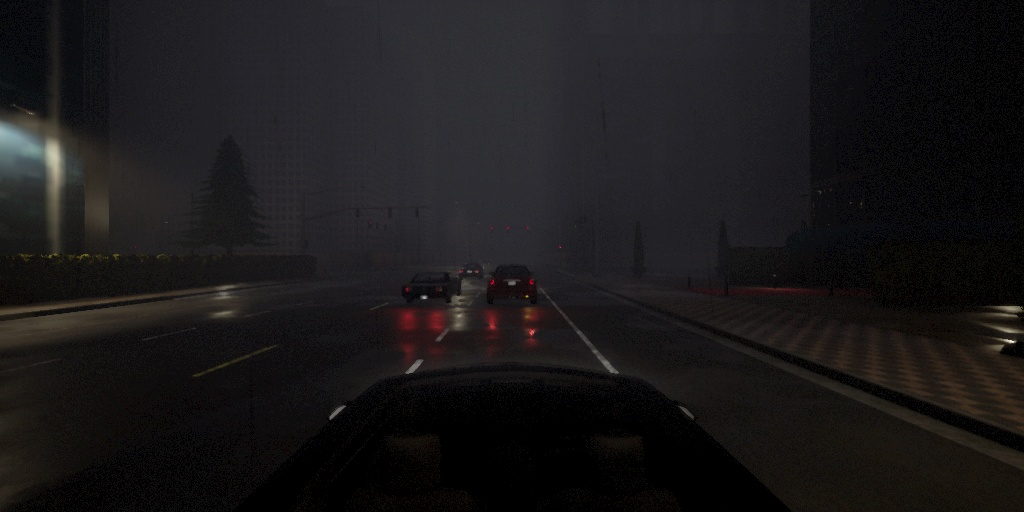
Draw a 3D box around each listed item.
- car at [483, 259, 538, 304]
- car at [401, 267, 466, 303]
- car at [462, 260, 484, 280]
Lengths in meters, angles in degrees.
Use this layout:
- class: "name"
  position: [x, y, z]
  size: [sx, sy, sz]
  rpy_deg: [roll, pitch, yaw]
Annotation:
- class: "car"
  position: [0.000, 1.114, 16.470]
  size: [2.097, 1.767, 4.553]
  rpy_deg: [0, 0, 0]
- class: "car"
  position: [-3.500, 1.364, 16.530]
  size: [1.895, 1.301, 4.718]
  rpy_deg: [0, 0, 0]
- class: "car"
  position: [-3.507, 1.311, 31.509]
  size: [2.033, 1.411, 5.357]
  rpy_deg: [0, 0, 0]
